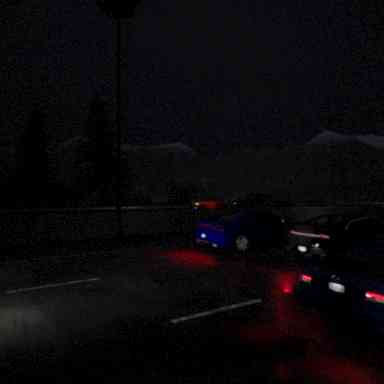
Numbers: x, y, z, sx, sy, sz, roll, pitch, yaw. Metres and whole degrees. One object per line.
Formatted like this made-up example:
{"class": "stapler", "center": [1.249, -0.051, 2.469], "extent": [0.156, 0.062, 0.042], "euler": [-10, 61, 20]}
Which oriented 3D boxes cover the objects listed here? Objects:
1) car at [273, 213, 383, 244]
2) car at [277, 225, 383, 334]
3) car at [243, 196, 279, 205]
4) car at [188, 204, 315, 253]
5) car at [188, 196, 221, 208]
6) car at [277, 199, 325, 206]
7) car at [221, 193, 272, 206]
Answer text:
{"class": "car", "center": [5.371, 1.474, 11.149], "extent": [4.902, 1.511, 2.128], "euler": [0, 0, -31]}
{"class": "car", "center": [4.387, 1.538, 6.519], "extent": [5.357, 1.411, 2.033], "euler": [0, 0, -32]}
{"class": "car", "center": [7.895, 1.435, 32.545], "extent": [4.902, 1.511, 2.128], "euler": [0, 0, -25]}
{"class": "car", "center": [2.533, 1.453, 13.541], "extent": [5.008, 1.535, 1.882], "euler": [0, 0, -32]}
{"class": "car", "center": [1.874, 1.281, 37.344], "extent": [4.553, 1.767, 2.097], "euler": [0, 0, -27]}
{"class": "car", "center": [10.352, 1.551, 29.867], "extent": [4.718, 1.301, 1.895], "euler": [0, 0, -25]}
{"class": "car", "center": [6.321, 1.157, 35.683], "extent": [5.566, 2.045, 2.150], "euler": [0, 0, -25]}
